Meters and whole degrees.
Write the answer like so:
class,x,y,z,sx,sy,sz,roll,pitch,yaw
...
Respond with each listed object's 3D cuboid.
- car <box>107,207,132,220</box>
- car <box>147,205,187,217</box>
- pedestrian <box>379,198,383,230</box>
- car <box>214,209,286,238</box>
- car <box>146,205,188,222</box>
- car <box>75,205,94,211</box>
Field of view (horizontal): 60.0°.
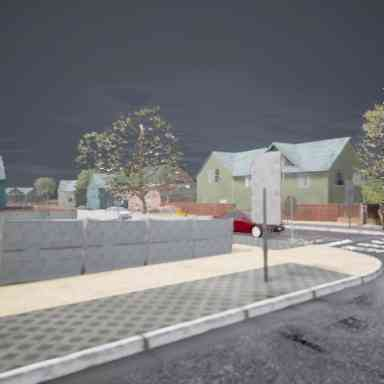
class,x,y,z,sx,sy,sz,roll,pitch,yaw
car,-8.218,2.329,36.477,1.812,1.442,4.674,-1,-1,-36
car,-2.317,2.041,28.219,1.882,1.535,5.008,-1,-1,-36
pedestrian,11.187,1.263,19.392,0.375,1.860,0.375,-3,2,-36
car,3.354,1.810,20.277,1.882,1.535,5.008,-1,-1,-36
car,-2.677,2.110,33.788,1.882,1.535,5.008,-1,-1,-36
car,-18.011,2.859,55.245,1.895,1.301,4.718,-1,-1,-36
